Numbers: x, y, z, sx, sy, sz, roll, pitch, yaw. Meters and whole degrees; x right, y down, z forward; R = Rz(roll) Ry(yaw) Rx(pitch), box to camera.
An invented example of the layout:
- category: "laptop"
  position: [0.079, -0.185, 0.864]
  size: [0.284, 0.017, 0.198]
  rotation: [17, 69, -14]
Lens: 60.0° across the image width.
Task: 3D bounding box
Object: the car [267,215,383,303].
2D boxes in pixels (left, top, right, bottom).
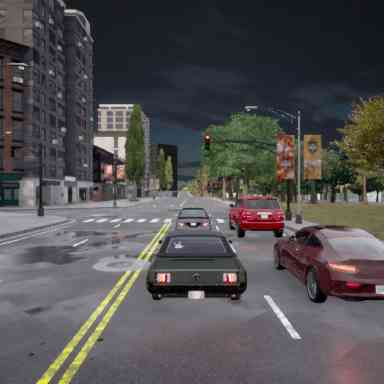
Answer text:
- category: "car"
  position: [3.334, 1.524, 8.065]
  size: [1.812, 1.442, 4.674]
  rotation: [0, 0, 0]

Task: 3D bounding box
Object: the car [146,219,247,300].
- category: "car"
  position: [0.081, 1.599, 8.324]
  size: [1.895, 1.301, 4.718]
  rotation: [0, 0, 0]

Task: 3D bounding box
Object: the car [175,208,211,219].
- category: "car"
  position: [0.060, 1.543, 17.916]
  size: [2.033, 1.411, 5.357]
  rotation: [0, 0, 0]

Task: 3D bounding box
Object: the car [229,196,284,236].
- category: "car"
  position: [3.309, 1.217, 17.877]
  size: [2.150, 2.045, 5.566]
  rotation: [0, 0, 0]
